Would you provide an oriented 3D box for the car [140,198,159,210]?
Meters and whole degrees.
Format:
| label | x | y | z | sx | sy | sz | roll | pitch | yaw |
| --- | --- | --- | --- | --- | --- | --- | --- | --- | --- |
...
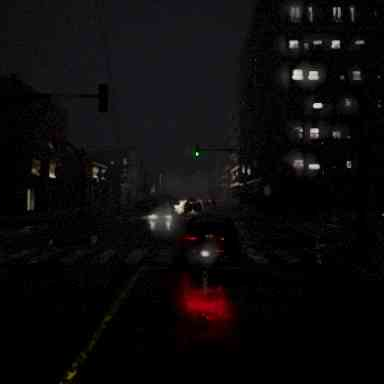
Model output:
| label | x | y | z | sx | sy | sz | roll | pitch | yaw |
| --- | --- | --- | --- | --- | --- | --- | --- | --- | --- |
| car | -5.688 | 1.577 | 44.738 | 1.887 | 1.381 | 4.507 | 1 | 0 | 0 |

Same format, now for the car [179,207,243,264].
| label | x | y | z | sx | sy | sz | roll | pitch | yaw |
| --- | --- | --- | --- | --- | --- | --- | --- | --- | --- |
| car | 0.780 | 1.516 | 11.974 | 1.837 | 1.490 | 4.892 | -1 | 0 | 9 |

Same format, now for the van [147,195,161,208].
| label | x | y | z | sx | sy | sz | roll | pitch | yaw |
| --- | --- | --- | --- | --- | --- | --- | --- | --- | --- |
| van | -5.686 | 1.378 | 50.425 | 1.690 | 1.788 | 3.998 | 1 | 0 | 0 |

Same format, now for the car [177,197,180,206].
| label | x | y | z | sx | sy | sz | roll | pitch | yaw |
| --- | --- | --- | --- | --- | --- | --- | --- | --- | --- |
| car | -3.041 | 1.588 | 56.061 | 2.033 | 1.411 | 5.357 | 0 | 0 | 1 |

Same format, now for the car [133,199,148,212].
| label | x | y | z | sx | sy | sz | roll | pitch | yaw |
| --- | --- | --- | --- | --- | --- | --- | --- | --- | --- |
| car | -5.763 | 1.574 | 39.056 | 1.887 | 1.381 | 4.507 | 1 | 0 | 0 |

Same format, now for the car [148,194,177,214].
| label | x | y | z | sx | sy | sz | roll | pitch | yaw |
| --- | --- | --- | --- | --- | --- | --- | --- | --- | --- |
| car | -3.103 | 1.248 | 36.372 | 2.150 | 2.045 | 5.566 | 0 | 0 | 0 |

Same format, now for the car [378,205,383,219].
| label | x | y | z | sx | sy | sz | roll | pitch | yaw |
| --- | --- | --- | --- | --- | --- | --- | --- | --- | --- |
| car | 15.402 | 1.130 | 21.972 | 5.566 | 2.045 | 2.150 | 0 | -1 | 1 |

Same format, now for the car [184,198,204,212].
| label | x | y | z | sx | sy | sz | roll | pitch | yaw |
| --- | --- | --- | --- | --- | --- | --- | --- | --- | --- |
| car | 0.090 | 1.628 | 37.508 | 1.895 | 1.301 | 4.718 | 0 | 0 | 0 |

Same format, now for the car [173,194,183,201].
| label | x | y | z | sx | sy | sz | roll | pitch | yaw |
| --- | --- | --- | --- | --- | --- | --- | --- | --- | --- |
| car | -3.019 | 1.220 | 71.322 | 1.994 | 1.385 | 4.181 | 0 | 0 | 0 |

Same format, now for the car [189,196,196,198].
| label | x | y | z | sx | sy | sz | roll | pitch | yaw |
| --- | --- | --- | --- | --- | --- | --- | --- | --- | --- |
| car | -0.020 | 1.606 | 72.974 | 1.994 | 1.385 | 4.181 | 0 | 0 | 0 |

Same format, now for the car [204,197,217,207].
| label | x | y | z | sx | sy | sz | roll | pitch | yaw |
| --- | --- | --- | --- | --- | --- | --- | --- | --- | --- |
| car | 2.692 | 1.477 | 50.488 | 1.967 | 1.590 | 4.097 | 1 | 0 | 0 |

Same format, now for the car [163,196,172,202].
| label | x | y | z | sx | sy | sz | roll | pitch | yaw |
| --- | --- | --- | --- | --- | --- | --- | --- | --- | --- |
| car | -5.698 | 1.641 | 78.859 | 1.802 | 1.307 | 4.206 | 1 | 0 | 0 |
